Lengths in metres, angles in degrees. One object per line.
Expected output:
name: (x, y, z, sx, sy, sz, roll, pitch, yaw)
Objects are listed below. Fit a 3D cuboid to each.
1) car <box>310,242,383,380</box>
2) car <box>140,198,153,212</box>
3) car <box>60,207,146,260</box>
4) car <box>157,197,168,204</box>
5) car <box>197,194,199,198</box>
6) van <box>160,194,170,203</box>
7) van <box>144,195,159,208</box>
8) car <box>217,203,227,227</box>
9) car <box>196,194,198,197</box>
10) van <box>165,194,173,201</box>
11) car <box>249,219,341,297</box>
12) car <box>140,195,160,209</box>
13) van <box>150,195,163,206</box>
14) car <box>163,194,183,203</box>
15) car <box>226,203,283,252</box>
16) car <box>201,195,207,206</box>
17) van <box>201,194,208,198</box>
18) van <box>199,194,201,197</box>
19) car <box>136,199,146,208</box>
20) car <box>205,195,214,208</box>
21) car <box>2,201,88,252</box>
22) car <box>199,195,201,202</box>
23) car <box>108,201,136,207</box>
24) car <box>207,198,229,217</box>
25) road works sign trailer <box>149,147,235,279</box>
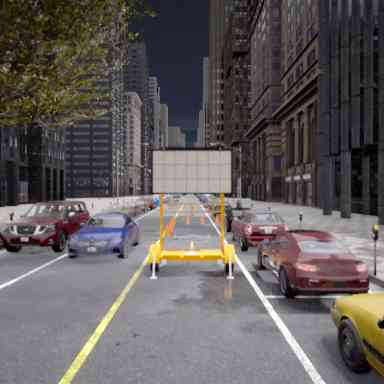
car: (2.762, 1.525, 2.781, 1.752, 1.417, 4.829, 0, 0, 0)
car: (-5.757, 1.588, 36.669, 1.802, 1.307, 4.206, 0, 0, 0)
car: (-3.098, 1.526, 12.603, 1.812, 1.442, 4.674, 0, 0, 0)
car: (-5.752, 1.601, 65.056, 1.802, 1.307, 4.206, 0, 0, 0)
car: (2.775, 1.467, 76.420, 1.967, 1.590, 4.097, 0, 0, 0)
van: (-5.752, 1.364, 70.734, 1.690, 1.788, 3.998, 0, 0, 0)
van: (-5.755, 1.351, 48.024, 1.690, 1.788, 3.998, 0, 0, 0)
car: (2.765, 1.567, 19.644, 1.947, 1.339, 4.313, 0, 0, 0)
car: (2.776, 1.351, 87.775, 2.192, 1.841, 5.009, 0, 0, 0)
van: (-5.750, 1.373, 82.089, 1.690, 1.788, 3.998, 0, 0, 0)
car: (2.763, 1.582, 8.288, 1.802, 1.307, 4.206, 0, 0, 0)
car: (-5.757, 1.323, 42.347, 2.192, 1.841, 5.009, 0, 0, 0)
van: (-5.755, 1.354, 53.702, 1.690, 1.788, 3.998, 0, 0, 0)
car: (-2.990, 1.192, 53.596, 2.128, 1.511, 4.902, 0, 0, 0)
car: (2.764, 1.440, 13.966, 1.967, 1.590, 4.097, 0, 0, 0)
car: (2.770, 1.561, 48.032, 2.008, 1.369, 4.403, 0, 0, 0)
van: (2.770, 1.354, 53.710, 1.690, 1.788, 3.998, 0, 0, 0)
van: (2.772, 1.360, 65.064, 1.690, 1.788, 3.998, 0, 0, 0)
car: (-5.758, 1.586, 30.992, 1.802, 1.307, 4.206, 0, 0, 0)
car: (2.768, 1.446, 36.676, 1.967, 1.590, 4.097, 0, 0, 0)
car: (-5.761, 1.315, 13.959, 2.192, 1.841, 5.009, 0, 0, 0)
car: (2.772, 1.561, 59.387, 1.887, 1.381, 4.507, 0, 0, 0)
car: (-5.759, 1.528, 25.144, 1.752, 1.417, 4.829, 0, 0, 0)
car: (2.767, 1.555, 30.998, 2.008, 1.369, 4.403, 0, 0, 0)
road works sign trailer: (0.002, 0.464, 10.022, 2.380, 3.560, 2.880, 0, 0, 0)
